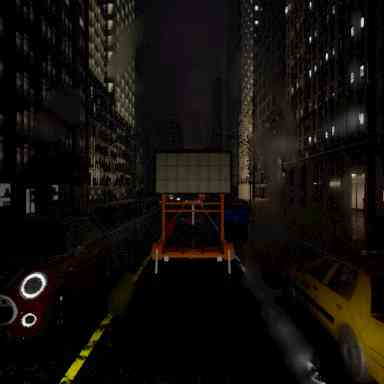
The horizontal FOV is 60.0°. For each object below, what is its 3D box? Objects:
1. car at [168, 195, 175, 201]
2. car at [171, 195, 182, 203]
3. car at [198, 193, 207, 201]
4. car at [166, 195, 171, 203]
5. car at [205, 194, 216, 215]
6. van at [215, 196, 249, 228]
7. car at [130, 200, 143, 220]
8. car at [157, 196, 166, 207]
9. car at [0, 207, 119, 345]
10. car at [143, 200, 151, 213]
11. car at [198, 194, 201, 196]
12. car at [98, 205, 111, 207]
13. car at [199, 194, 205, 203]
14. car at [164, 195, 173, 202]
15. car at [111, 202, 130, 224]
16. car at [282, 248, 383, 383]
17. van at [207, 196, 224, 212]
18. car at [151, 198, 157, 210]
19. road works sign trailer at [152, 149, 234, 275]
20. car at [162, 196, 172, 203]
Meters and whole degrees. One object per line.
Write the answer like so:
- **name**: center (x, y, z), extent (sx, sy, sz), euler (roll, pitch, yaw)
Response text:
- **car**: center (-5.518, 1.534, 90.135), extent (1.752, 1.417, 4.829), euler (-1, 0, 0)
- **car**: center (-2.873, 1.555, 64.538), extent (2.033, 1.411, 5.357), euler (0, 0, 0)
- **car**: center (2.860, 1.324, 90.288), extent (2.192, 1.841, 5.009), euler (-1, 0, 0)
- **car**: center (-5.575, 1.558, 61.886), extent (2.008, 1.369, 4.403), euler (-1, 0, 0)
- **car**: center (2.745, 1.319, 33.451), extent (2.192, 1.841, 5.009), euler (-1, 0, 0)
- **van**: center (2.723, 1.344, 22.084), extent (1.690, 1.788, 3.998), euler (-1, 0, 0)
- **car**: center (-5.644, 1.548, 27.784), extent (1.887, 1.381, 4.507), euler (-1, 0, 0)
- **car**: center (-5.599, 1.557, 50.519), extent (2.008, 1.369, 4.403), euler (-1, 0, 0)
- **car**: center (-3.091, 1.353, 6.709), extent (2.097, 1.767, 4.553), euler (0, 0, 0)
- **car**: center (-5.633, 1.555, 33.468), extent (2.008, 1.369, 4.403), euler (-1, 0, 0)
- **car**: center (2.848, 1.324, 84.604), extent (2.192, 1.841, 5.009), euler (-1, 0, 0)
- **car**: center (-5.667, 1.553, 16.417), extent (2.008, 1.369, 4.403), euler (-1, 0, 0)
- **car**: center (2.805, 1.558, 61.869), extent (2.008, 1.369, 4.403), euler (-1, 0, 0)
- **car**: center (-5.542, 1.449, 78.937), extent (1.967, 1.590, 4.097), euler (-1, 0, 0)
- **car**: center (-5.655, 1.569, 22.101), extent (1.947, 1.339, 4.313), euler (-1, 0, 0)
- **car**: center (2.691, 1.526, 5.203), extent (1.752, 1.417, 4.829), euler (-1, 0, 0)
- **van**: center (2.757, 1.346, 39.135), extent (1.690, 1.788, 3.998), euler (-1, 0, 0)
- **car**: center (-5.621, 1.587, 39.152), extent (1.802, 1.307, 4.206), euler (-1, 0, 0)
- **road works sign trailer**: center (0.034, 0.466, 10.456), extent (2.380, 3.560, 2.880), euler (0, 0, 0)
- **car**: center (-5.552, 1.590, 73.253), extent (1.802, 1.307, 4.206), euler (-1, 0, 0)
